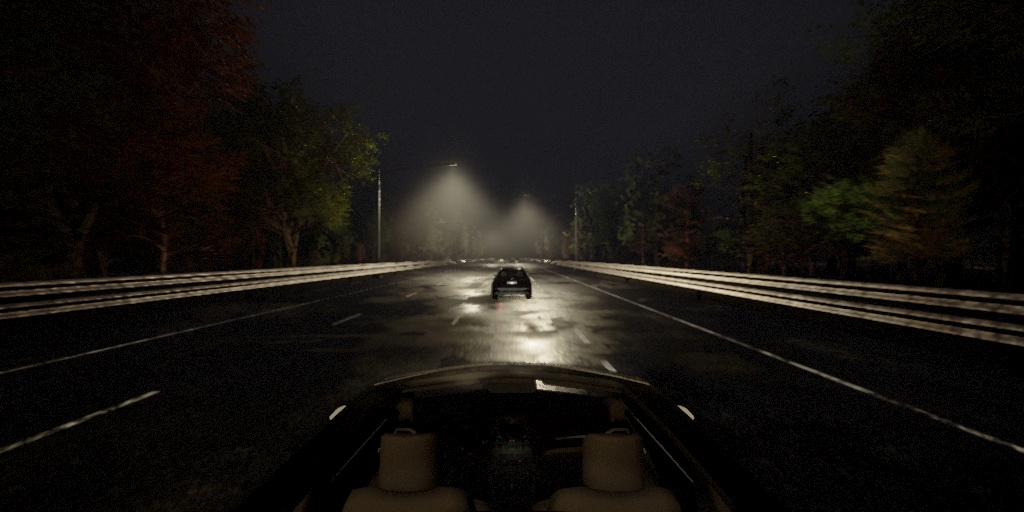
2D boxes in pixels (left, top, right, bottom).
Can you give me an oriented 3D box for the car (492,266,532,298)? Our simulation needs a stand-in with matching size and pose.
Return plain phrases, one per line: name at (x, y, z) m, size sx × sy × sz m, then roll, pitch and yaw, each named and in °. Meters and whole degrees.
car at (-0.002, 1.340, 18.820) m, size 2.033 × 1.649 × 4.856 m, roll 0°, pitch -1°, yaw 0°
